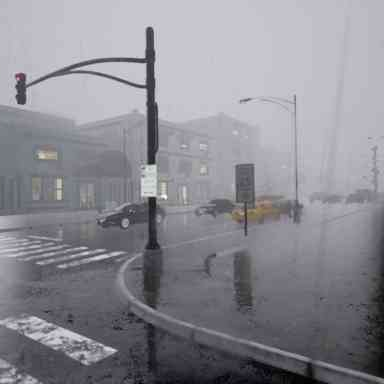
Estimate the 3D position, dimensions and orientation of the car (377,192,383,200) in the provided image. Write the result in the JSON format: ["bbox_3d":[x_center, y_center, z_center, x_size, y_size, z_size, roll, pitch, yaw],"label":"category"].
[{"bbox_3d":[33.549,0.570,61.988,2.192,1.841,5.009,-1,0,36],"label":"car"}]

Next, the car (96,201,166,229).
[{"bbox_3d":[-3.651,1.378,20.641,1.837,1.490,4.892,-1,0,36],"label":"car"}]

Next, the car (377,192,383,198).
[{"bbox_3d":[43.133,0.652,75.166,1.887,1.381,4.507,-1,0,36],"label":"car"}]

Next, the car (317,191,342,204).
[{"bbox_3d":[20.409,0.967,48.345,2.128,1.511,4.902,-1,0,36],"label":"car"}]

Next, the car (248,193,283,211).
[{"bbox_3d":[8.162,1.037,36.885,2.097,1.767,4.553,-1,0,36],"label":"car"}]

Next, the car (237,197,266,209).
[{"bbox_3d":[7.264,1.293,40.058,1.802,1.307,4.206,-1,0,36],"label":"car"}]

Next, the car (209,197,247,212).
[{"bbox_3d":[3.911,1.289,35.443,1.752,1.417,4.829,-1,0,36],"label":"car"}]

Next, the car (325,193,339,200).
[{"bbox_3d":[30.026,0.935,71.392,1.802,1.307,4.206,-1,0,36],"label":"car"}]

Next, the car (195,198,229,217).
[{"bbox_3d":[2.125,1.306,28.574,1.812,1.442,4.674,-1,0,36],"label":"car"}]

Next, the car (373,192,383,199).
[{"bbox_3d":[40.055,0.720,70.942,1.947,1.339,4.313,-1,0,36],"label":"car"}]

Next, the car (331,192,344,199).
[{"bbox_3d":[33.277,0.743,75.868,1.967,1.590,4.097,-1,0,36],"label":"car"}]

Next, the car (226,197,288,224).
[{"bbox_3d":[4.384,1.242,21.839,1.752,1.417,4.829,-1,0,36],"label":"car"}]

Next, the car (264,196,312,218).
[{"bbox_3d":[7.536,1.217,26.178,2.008,1.369,4.403,-1,0,36],"label":"car"}]

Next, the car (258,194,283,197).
[{"bbox_3d":[7.844,1.027,31.026,2.097,1.767,4.553,-1,0,36],"label":"car"}]

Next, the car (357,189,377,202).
[{"bbox_3d":[26.940,0.576,52.201,2.150,2.045,5.566,-1,0,36],"label":"car"}]

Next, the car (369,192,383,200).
[{"bbox_3d":[36.803,0.770,66.465,1.947,1.339,4.313,-1,0,36],"label":"car"}]

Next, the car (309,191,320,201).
[{"bbox_3d":[23.519,0.768,62.439,2.192,1.841,5.009,-1,0,36],"label":"car"}]

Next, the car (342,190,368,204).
[{"bbox_3d":[22.845,0.924,46.490,1.837,1.490,4.892,-1,0,36],"label":"car"}]
